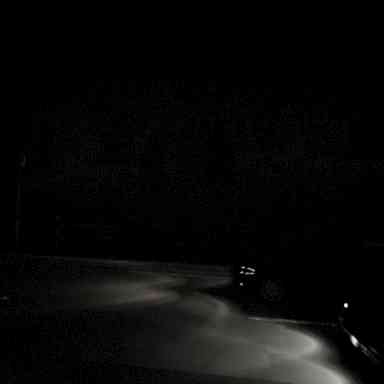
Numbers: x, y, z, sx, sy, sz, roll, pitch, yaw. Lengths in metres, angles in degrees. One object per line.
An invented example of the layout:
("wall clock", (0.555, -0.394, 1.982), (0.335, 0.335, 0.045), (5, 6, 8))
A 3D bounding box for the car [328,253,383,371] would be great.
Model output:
("car", (5.078, 1.920, 4.722), (5.357, 1.411, 2.033), (2, -2, 5))

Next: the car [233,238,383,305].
("car", (3.555, 1.902, 8.268), (5.008, 1.535, 1.882), (2, -2, 7))
